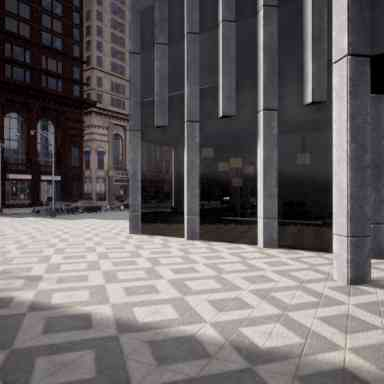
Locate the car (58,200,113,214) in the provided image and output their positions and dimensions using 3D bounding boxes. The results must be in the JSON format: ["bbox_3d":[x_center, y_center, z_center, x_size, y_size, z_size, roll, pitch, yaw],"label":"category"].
[{"bbox_3d":[-11.016,1.571,34.705,1.837,1.490,4.892,0,0,36],"label":"car"}]

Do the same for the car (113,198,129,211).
[{"bbox_3d":[-8.640,1.600,43.522,1.837,1.490,4.892,0,0,36],"label":"car"}]

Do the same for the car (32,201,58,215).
[{"bbox_3d":[-14.601,1.630,35.197,1.994,1.385,4.181,0,0,36],"label":"car"}]
